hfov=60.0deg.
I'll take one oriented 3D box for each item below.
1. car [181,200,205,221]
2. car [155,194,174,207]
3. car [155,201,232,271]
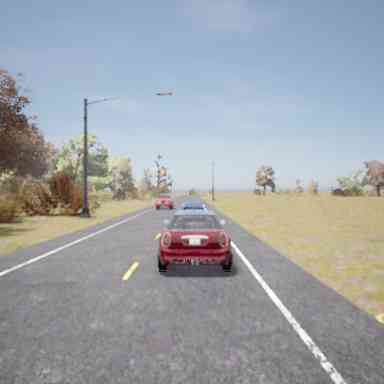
[{"bbox_3d":[0.095,1.494,28.286,1.882,1.535,5.008,0,0,0],"label":"car"},{"bbox_3d":[-3.576,1.250,43.748,2.150,2.045,5.566,0,0,0],"label":"car"},{"bbox_3d":[0.086,1.359,11.125,2.097,1.767,4.553,0,0,0],"label":"car"}]
